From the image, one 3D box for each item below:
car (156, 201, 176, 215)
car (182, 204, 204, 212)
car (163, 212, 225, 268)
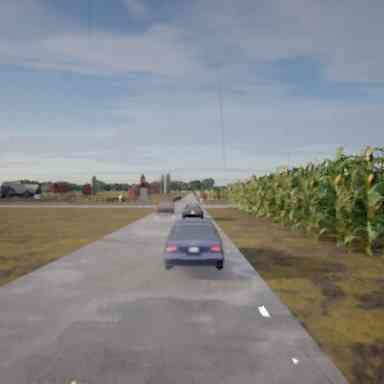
[{"bbox_3d":[-2.856,1.729,36.868,1.882,1.535,5.008,0,0,0],"label":"car"},{"bbox_3d":[0.074,1.775,31.086,1.994,1.385,4.181,0,0,0],"label":"car"},{"bbox_3d":[0.065,1.629,11.517,2.033,1.411,5.357,0,0,0],"label":"car"}]
